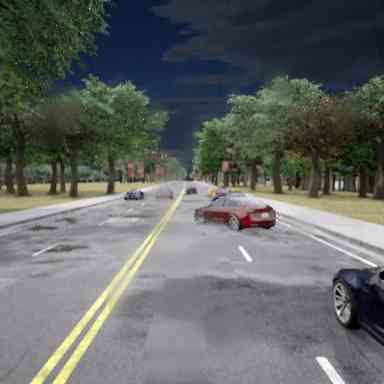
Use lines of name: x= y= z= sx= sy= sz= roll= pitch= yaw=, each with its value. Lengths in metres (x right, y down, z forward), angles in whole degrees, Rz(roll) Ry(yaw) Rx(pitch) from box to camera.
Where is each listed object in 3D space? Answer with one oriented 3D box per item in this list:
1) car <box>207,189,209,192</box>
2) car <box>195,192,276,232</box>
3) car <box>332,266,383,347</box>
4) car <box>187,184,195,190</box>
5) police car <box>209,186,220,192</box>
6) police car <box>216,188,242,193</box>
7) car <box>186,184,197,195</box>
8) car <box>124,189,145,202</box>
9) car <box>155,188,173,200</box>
car: x=3.221 y=-0.055 z=47.536 sx=1.882 sy=1.535 sz=5.008 roll=0 pitch=2 yaw=0
car: x=2.008 y=0.991 z=16.455 sx=2.163 sy=1.488 sz=4.792 roll=-1 pitch=2 yaw=-30
car: x=3.262 y=1.391 z=3.546 sx=2.163 sy=1.488 sz=4.792 roll=0 pitch=2 yaw=0
car: x=-0.301 y=-1.167 z=79.940 sx=1.895 sy=1.301 sz=4.718 roll=0 pitch=2 yaw=-1
police car: x=3.267 y=0.341 z=36.533 sx=2.038 sy=1.542 sz=4.974 roll=0 pitch=2 yaw=0
police car: x=3.290 y=0.702 z=25.528 sx=2.038 sy=1.542 sz=4.974 roll=0 pitch=2 yaw=0
car: x=-0.082 y=-0.359 z=57.280 sx=1.837 sy=1.490 sz=4.892 roll=0 pitch=2 yaw=0
car: x=-6.585 y=0.339 z=38.457 sx=1.994 sy=1.385 sz=4.181 roll=0 pitch=2 yaw=0
car: x=-3.341 y=0.251 z=41.055 sx=1.994 sy=1.385 sz=4.181 roll=0 pitch=2 yaw=0
